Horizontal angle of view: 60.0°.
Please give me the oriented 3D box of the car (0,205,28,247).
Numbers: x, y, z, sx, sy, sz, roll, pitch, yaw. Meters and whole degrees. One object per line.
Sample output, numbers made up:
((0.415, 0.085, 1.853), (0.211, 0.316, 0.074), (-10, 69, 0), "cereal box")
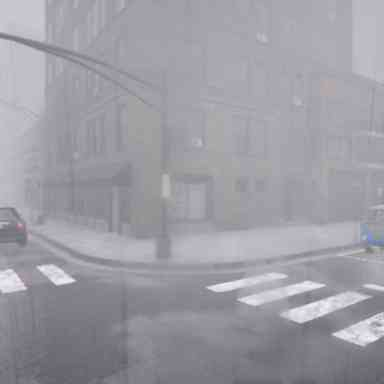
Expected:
((-8.597, 1.354, 14.497), (2.097, 1.767, 4.553), (0, 0, -34), "car")

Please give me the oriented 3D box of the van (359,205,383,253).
((7.864, 1.362, 12.377), (3.998, 1.788, 1.690), (0, 0, -36), "van")
